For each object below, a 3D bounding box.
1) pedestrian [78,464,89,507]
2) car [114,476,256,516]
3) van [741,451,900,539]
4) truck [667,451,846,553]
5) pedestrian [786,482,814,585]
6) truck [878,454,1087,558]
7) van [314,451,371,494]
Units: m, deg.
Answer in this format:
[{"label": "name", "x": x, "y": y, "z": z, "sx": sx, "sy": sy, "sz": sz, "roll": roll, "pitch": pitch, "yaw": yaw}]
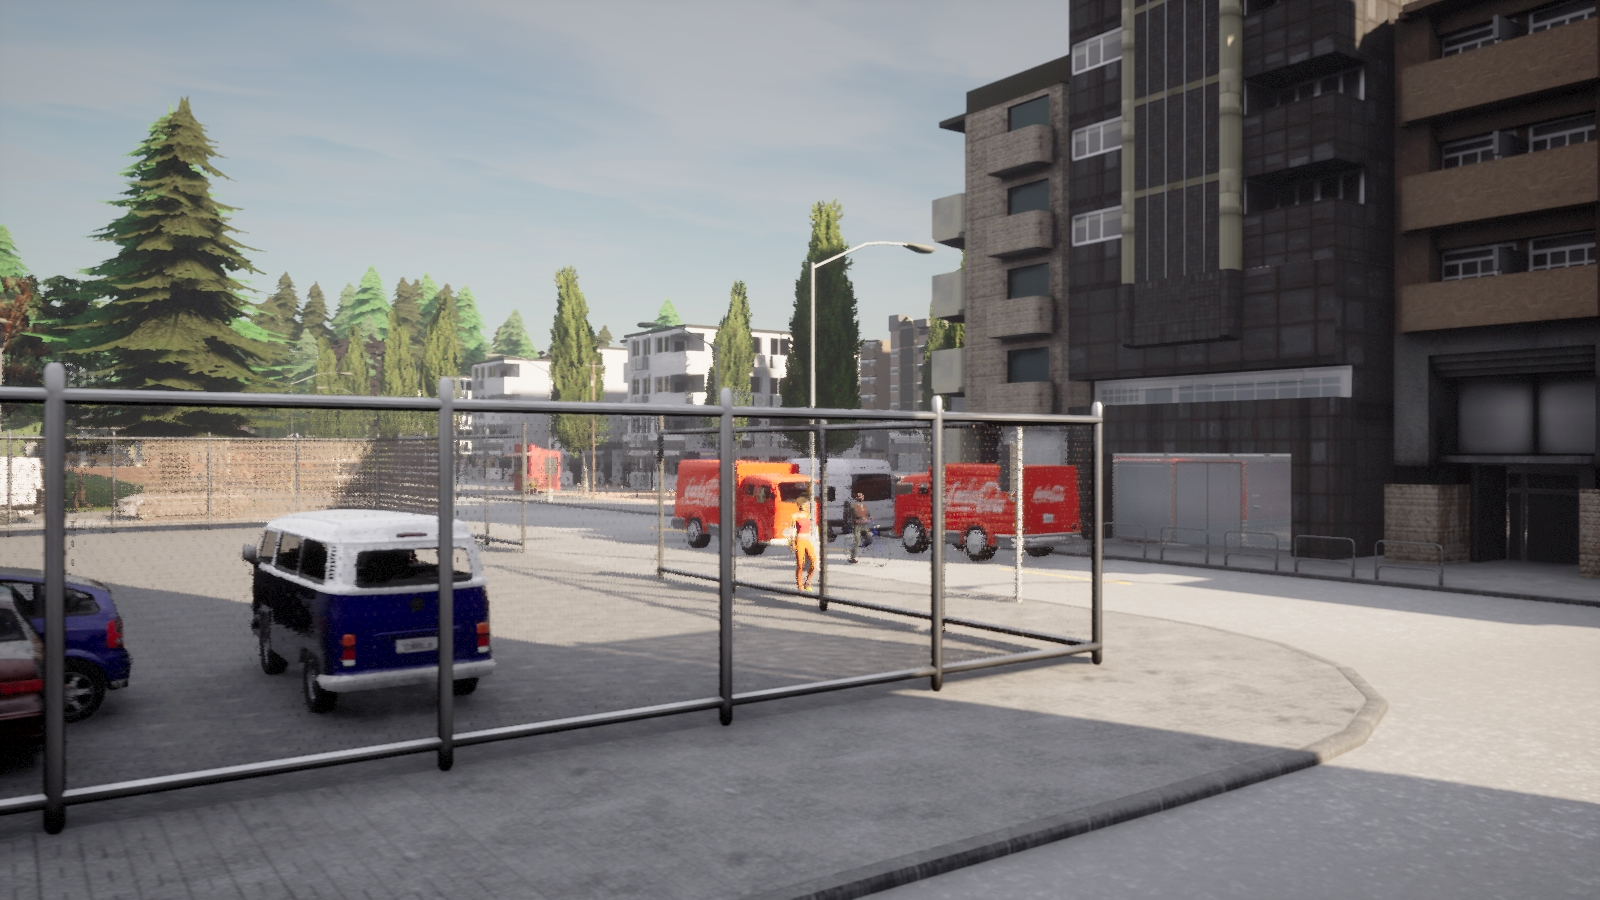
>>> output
[{"label": "pedestrian", "x": -31.003, "y": 1.529, "z": 49.444, "sx": 0.375, "sy": 1.860, "sz": 0.375, "roll": 0, "pitch": 0, "yaw": -36}, {"label": "car", "x": -25.205, "y": 1.846, "z": 46.860, "sx": 4.892, "sy": 1.480, "sz": 2.231, "roll": 0, "pitch": 0, "yaw": -35}, {"label": "van", "x": 0.531, "y": 1.329, "z": 36.456, "sx": 1.988, "sy": 2.561, "sz": 5.915, "roll": 0, "pitch": 0, "yaw": -35}, {"label": "truck", "x": -1.326, "y": 1.334, "z": 32.257, "sx": 2.627, "sy": 2.467, "sz": 5.204, "roll": 0, "pitch": 2, "yaw": -35}, {"label": "pedestrian", "x": 0.004, "y": 1.533, "z": 21.047, "sx": 0.375, "sy": 1.860, "sz": 0.375, "roll": 0, "pitch": 0, "yaw": -35}, {"label": "truck", "x": 4.751, "y": 1.364, "z": 30.475, "sx": 2.627, "sy": 2.467, "sz": 5.204, "roll": 0, "pitch": 0, "yaw": -35}, {"label": "van", "x": -28.283, "y": 1.327, "z": 70.500, "sx": 1.988, "sy": 2.561, "sz": 5.915, "roll": 0, "pitch": 0, "yaw": -35}]
